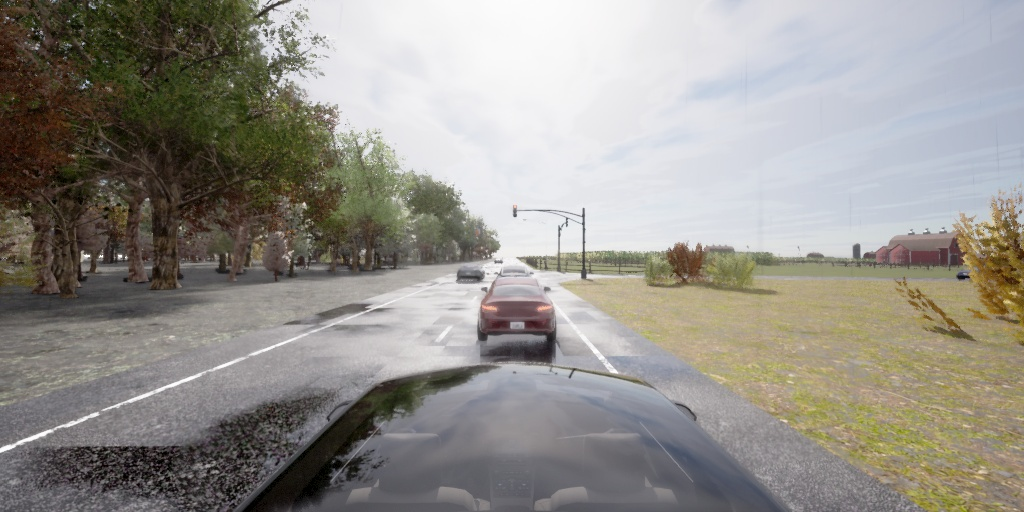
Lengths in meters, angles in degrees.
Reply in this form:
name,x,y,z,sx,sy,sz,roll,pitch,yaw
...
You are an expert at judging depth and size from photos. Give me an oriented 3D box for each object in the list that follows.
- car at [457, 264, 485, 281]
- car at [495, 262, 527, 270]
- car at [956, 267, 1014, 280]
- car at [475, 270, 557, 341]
name,x,y,z,sx,sy,sz,roll,pitch,yaw
car,-3.389,1.321,29.828,1.994,1.385,4.181,0,0,0
car,0.105,1.260,19.021,1.837,1.490,4.892,0,0,0
car,48.945,1.847,37.113,4.181,1.385,1.994,1,-1,0
car,0.112,1.278,9.759,1.812,1.442,4.674,0,0,0
